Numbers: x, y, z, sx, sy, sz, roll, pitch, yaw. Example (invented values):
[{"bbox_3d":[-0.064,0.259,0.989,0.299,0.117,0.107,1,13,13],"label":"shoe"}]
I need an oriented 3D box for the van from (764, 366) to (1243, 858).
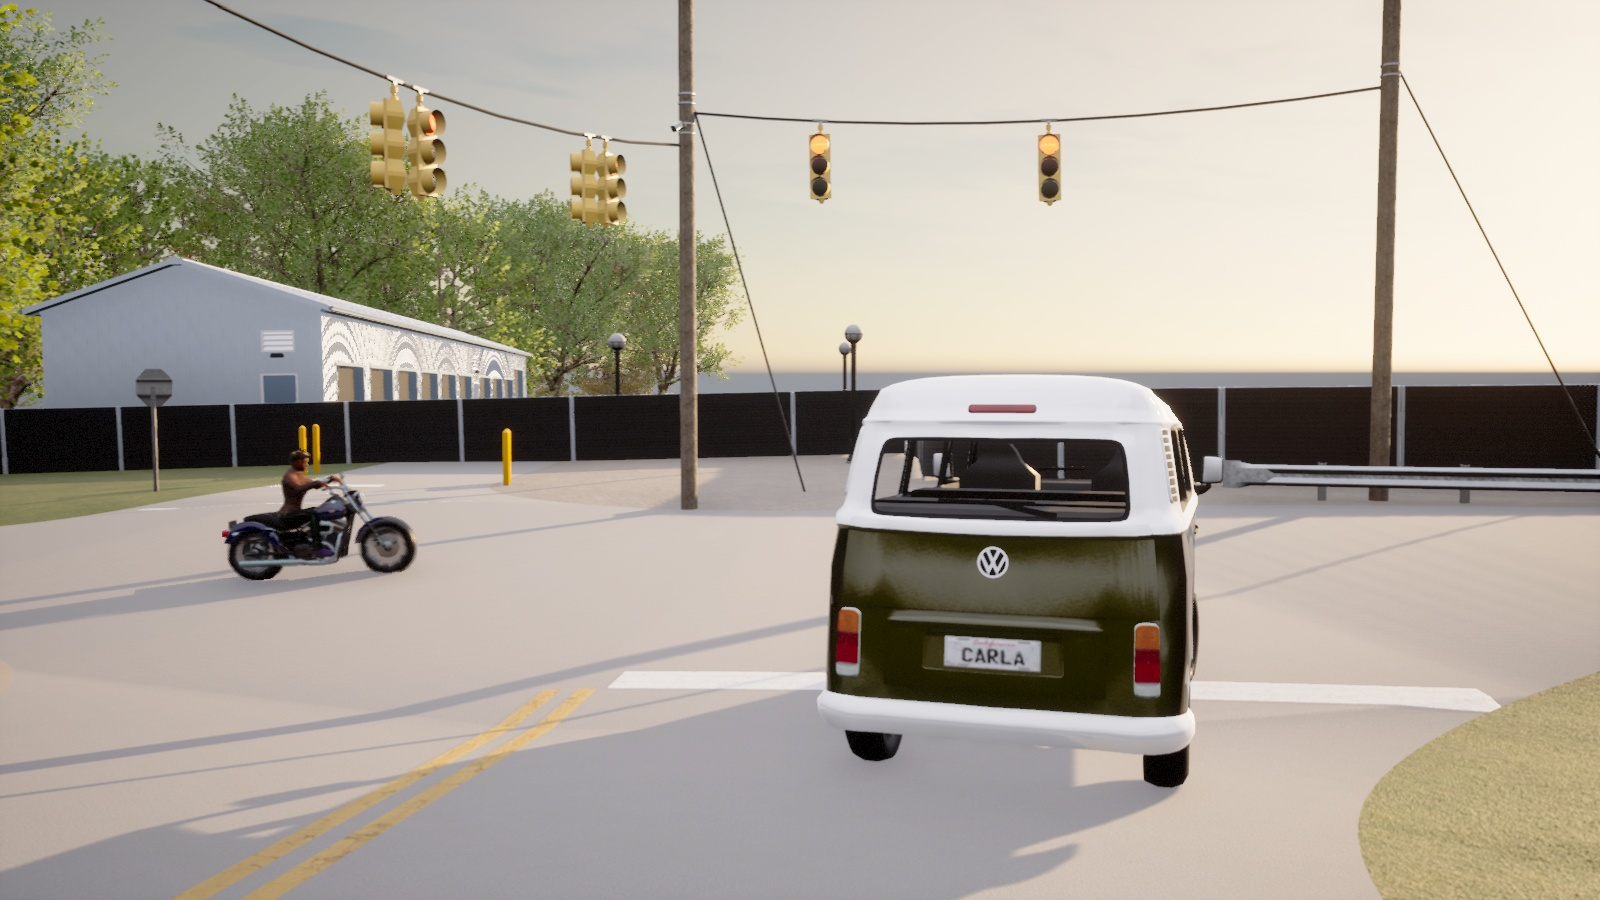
[{"bbox_3d":[1.504,0.618,7.630,2.069,2.038,4.480,1,1,18],"label":"van"}]

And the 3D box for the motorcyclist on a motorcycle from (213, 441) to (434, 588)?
[{"bbox_3d":[-5.908,0.785,15.685,2.350,1.649,0.766,-3,3,-2],"label":"motorcyclist on a motorcycle"}]
